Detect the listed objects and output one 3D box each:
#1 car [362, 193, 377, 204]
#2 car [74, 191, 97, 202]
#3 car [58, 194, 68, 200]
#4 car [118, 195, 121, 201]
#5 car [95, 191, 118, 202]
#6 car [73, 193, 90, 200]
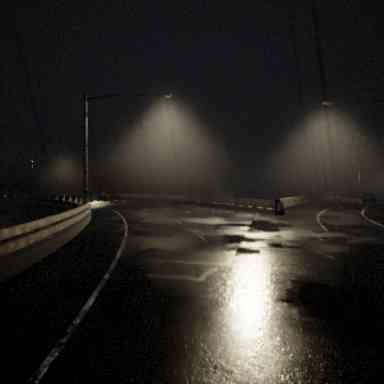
[{"bbox_3d":[34.523,1.352,64.568,2.150,2.045,5.566,0,-2,35],"label":"car"},{"bbox_3d":[-19.308,1.064,59.749,1.837,1.490,4.892,0,0,-35],"label":"car"},{"bbox_3d":[-27.195,1.052,69.759,1.994,1.385,4.181,-1,1,-44],"label":"car"},{"bbox_3d":[-16.002,1.045,67.135,1.994,1.385,4.181,-1,1,-39],"label":"car"},{"bbox_3d":[-15.949,1.032,61.040,2.128,1.511,4.902,0,0,-35],"label":"car"},{"bbox_3d":[-23.653,1.034,71.029,1.994,1.385,4.181,-1,1,-41],"label":"car"}]
